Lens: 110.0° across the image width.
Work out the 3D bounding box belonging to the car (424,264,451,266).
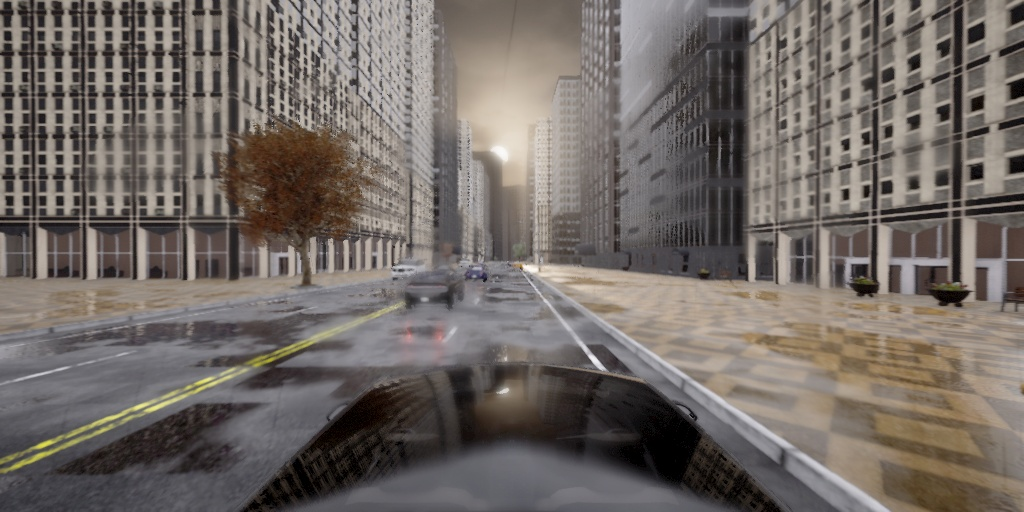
[{"bbox_3d":[-6.598,1.535,34.248,1.882,1.535,5.008,0,-1,0],"label":"car"}]

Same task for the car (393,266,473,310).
[{"bbox_3d":[-3.155,1.372,15.399,2.128,1.511,4.902,0,0,0],"label":"car"}]

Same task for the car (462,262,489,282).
[{"bbox_3d":[-3.155,1.567,32.598,1.812,1.442,4.674,0,0,0],"label":"car"}]

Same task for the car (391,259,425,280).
[{"bbox_3d":[-9.851,1.285,34.664,2.150,2.045,5.566,0,-1,0],"label":"car"}]

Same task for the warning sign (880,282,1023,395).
[{"bbox_3d":[2.851,0.865,1.602,1.300,1.860,1.060,0,0,0],"label":"warning sign"}]
